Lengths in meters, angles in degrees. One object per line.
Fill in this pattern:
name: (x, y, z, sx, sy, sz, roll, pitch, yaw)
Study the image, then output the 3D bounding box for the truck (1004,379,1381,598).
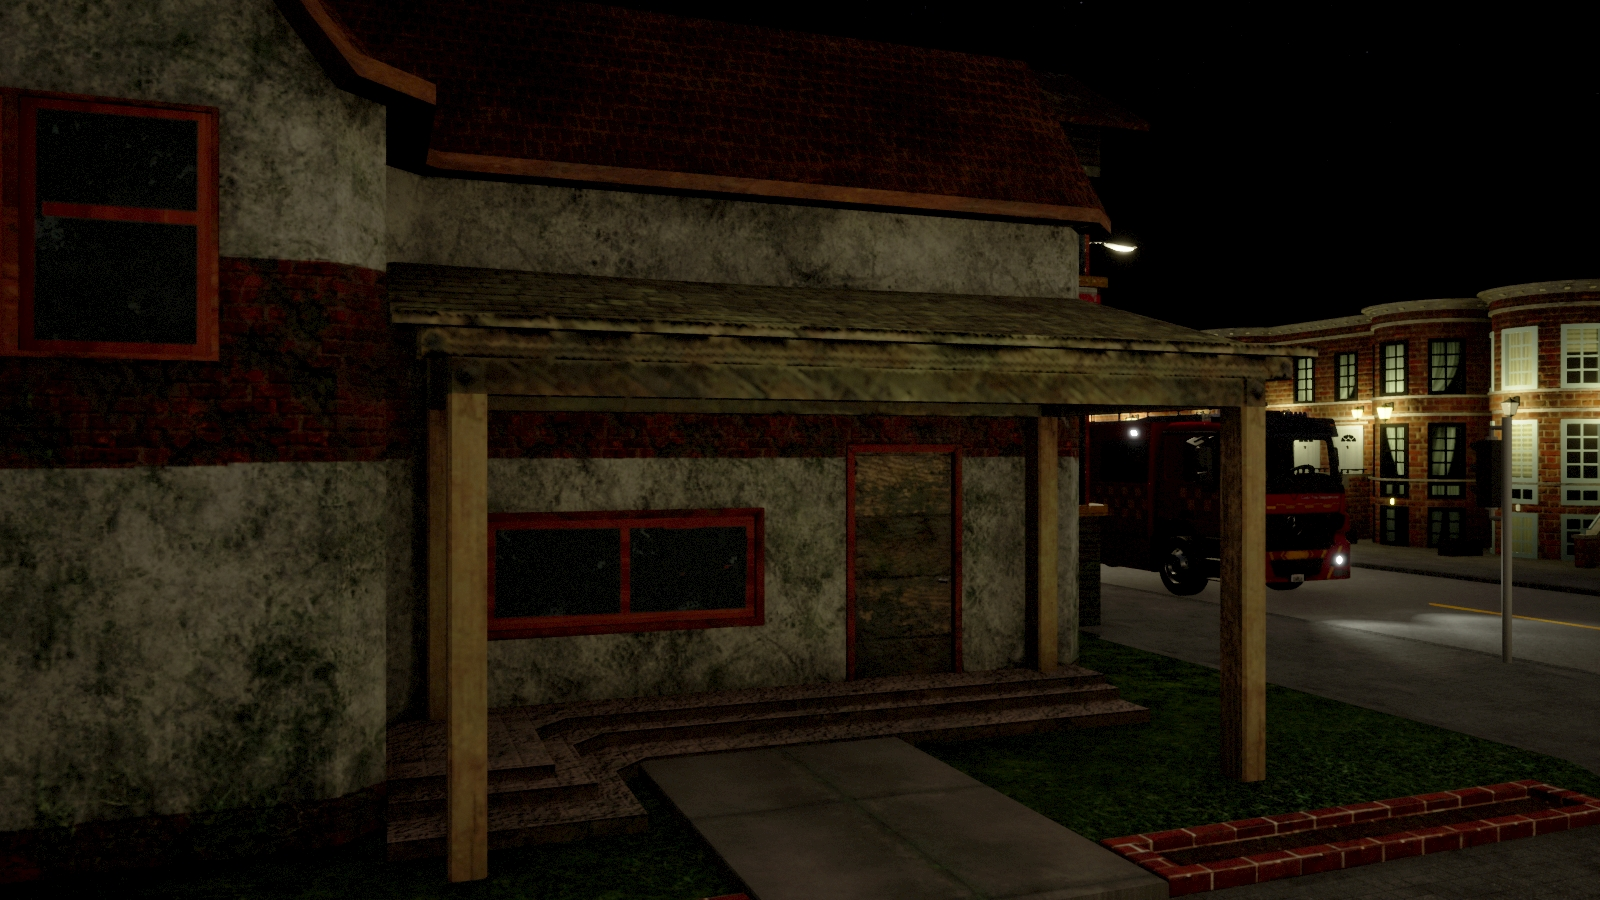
truck: (7.818, 0.670, 24.411, 2.891, 3.827, 8.468, 0, 0, -20)
